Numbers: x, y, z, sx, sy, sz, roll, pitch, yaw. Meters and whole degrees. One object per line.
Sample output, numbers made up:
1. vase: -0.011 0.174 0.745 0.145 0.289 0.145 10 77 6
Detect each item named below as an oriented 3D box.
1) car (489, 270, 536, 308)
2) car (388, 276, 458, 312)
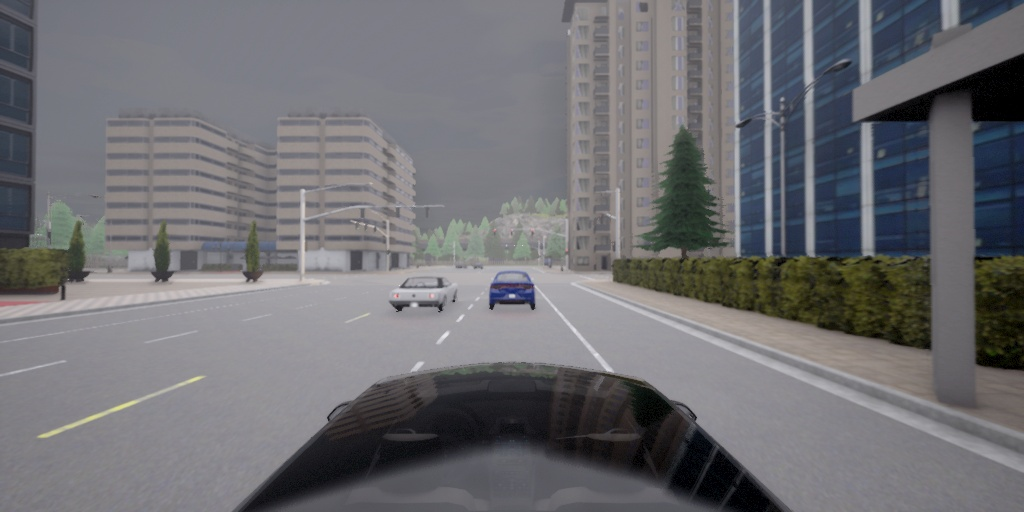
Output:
1. car: 0.027 1.381 16.069 1.882 1.535 5.008 0 0 0
2. car: -3.483 1.494 15.073 1.895 1.301 4.718 0 -1 0
